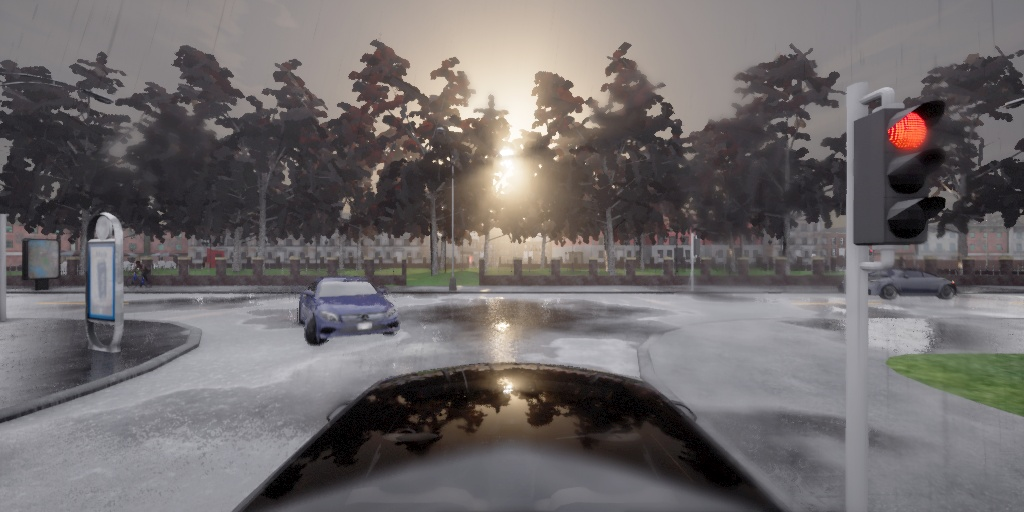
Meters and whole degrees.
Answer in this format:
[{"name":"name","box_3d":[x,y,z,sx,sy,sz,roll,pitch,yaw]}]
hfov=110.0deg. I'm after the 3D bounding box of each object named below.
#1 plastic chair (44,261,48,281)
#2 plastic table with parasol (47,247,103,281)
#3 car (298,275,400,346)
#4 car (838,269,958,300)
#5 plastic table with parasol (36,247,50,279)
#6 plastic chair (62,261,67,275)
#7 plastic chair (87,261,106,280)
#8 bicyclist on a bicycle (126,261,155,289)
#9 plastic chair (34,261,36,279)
[{"name":"plastic chair","box_3d":[-40.212,1.293,31.512,0.730,1.272,0.750,0,0,-40]},{"name":"plastic table with parasol","box_3d":[-39.181,0.694,32.257,2.482,2.480,2.482,0,0,-40]},{"name":"car","box_3d":[-4.568,1.276,9.725,1.812,1.442,4.674,2,-1,-36]},{"name":"car","box_3d":[18.249,1.314,17.080,4.181,1.385,1.994,0,0,0]},{"name":"plastic table with parasol","box_3d":[-43.602,0.620,34.901,2.482,2.480,2.482,0,0,-39]},{"name":"plastic chair","box_3d":[-38.279,1.306,31.284,0.750,1.272,0.730,0,0,-35]},{"name":"plastic chair","box_3d":[-38.183,1.296,32.990,0.730,1.272,0.750,0,0,-40]},{"name":"bicyclist on a bicycle","box_3d":[-22.028,1.099,21.269,0.582,1.620,1.656,0,0,0]},{"name":"plastic chair","box_3d":[-44.610,1.295,34.151,0.730,1.272,0.750,0,0,-41]}]
